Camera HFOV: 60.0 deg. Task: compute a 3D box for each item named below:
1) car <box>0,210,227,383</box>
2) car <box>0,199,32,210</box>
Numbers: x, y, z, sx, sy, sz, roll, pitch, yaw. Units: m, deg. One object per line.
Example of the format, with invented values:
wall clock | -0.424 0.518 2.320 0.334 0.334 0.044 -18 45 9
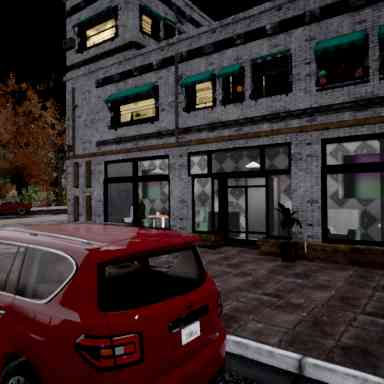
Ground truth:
car | -1.951 1.316 4.303 5.009 1.841 2.192 0 -1 36
car | -17.558 1.458 30.744 1.895 1.301 4.718 -1 0 37
